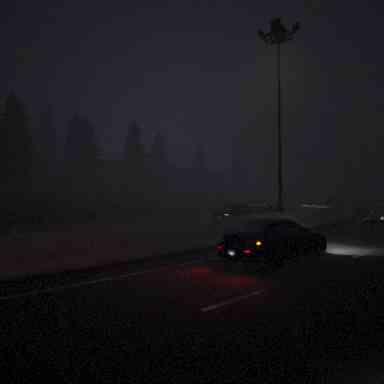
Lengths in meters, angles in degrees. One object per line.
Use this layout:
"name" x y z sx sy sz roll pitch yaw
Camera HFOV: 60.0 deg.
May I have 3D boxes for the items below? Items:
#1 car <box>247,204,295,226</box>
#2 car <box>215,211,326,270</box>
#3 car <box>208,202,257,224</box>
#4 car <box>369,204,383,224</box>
"car" 6.201 1.719 25.822 1.994 1.385 4.181 -1 -1 38
"car" 2.831 1.595 11.357 4.674 1.442 1.812 0 -1 -44
"car" 3.518 1.700 28.040 1.837 1.490 4.892 0 0 37
"car" 14.593 1.603 25.013 1.812 1.442 4.674 -1 0 36
